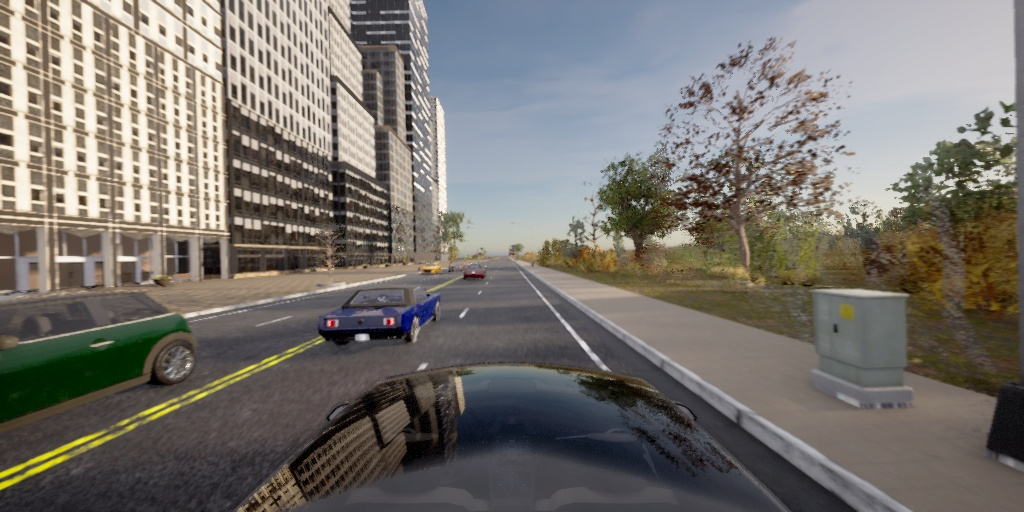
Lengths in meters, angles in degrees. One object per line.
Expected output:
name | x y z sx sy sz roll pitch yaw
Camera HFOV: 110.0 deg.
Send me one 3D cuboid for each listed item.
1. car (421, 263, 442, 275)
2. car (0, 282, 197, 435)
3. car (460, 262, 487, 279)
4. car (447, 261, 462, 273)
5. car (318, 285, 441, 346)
car | -10.277 1.598 46.154 1.882 1.535 5.008 -2 0 -1
car | -6.618 1.296 4.377 2.097 1.767 4.553 -2 0 -1
car | -3.537 1.461 34.687 1.994 1.385 4.181 -2 0 -1
car | -7.033 1.346 46.248 1.812 1.442 4.674 -2 0 -1
car | -3.231 1.455 9.891 1.895 1.301 4.718 -2 0 -1
